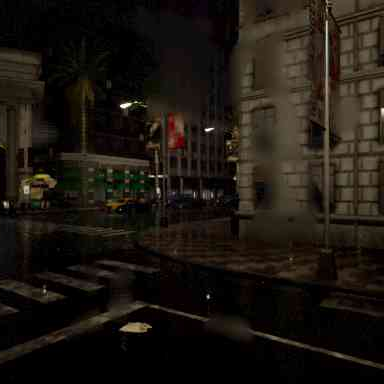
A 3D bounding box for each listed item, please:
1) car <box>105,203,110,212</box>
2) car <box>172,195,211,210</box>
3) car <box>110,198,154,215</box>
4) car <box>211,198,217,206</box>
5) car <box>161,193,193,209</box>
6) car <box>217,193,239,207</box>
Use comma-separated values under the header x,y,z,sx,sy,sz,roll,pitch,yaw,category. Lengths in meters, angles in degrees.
x,y,z,sx,sy,sz,roll,pitch,yaw,category
-7.599,1.478,38.073,1.882,1.535,5.008,0,0,37,car
-0.012,1.526,42.473,1.812,1.442,4.674,0,0,37,car
-5.918,1.564,34.445,1.994,1.385,4.181,0,0,36,car
4.886,1.352,53.644,4.553,1.767,2.097,0,0,-43,car
-1.797,1.221,45.952,2.150,2.045,5.566,0,0,37,car
6.772,1.221,50.718,5.566,2.045,2.150,0,0,-45,car
